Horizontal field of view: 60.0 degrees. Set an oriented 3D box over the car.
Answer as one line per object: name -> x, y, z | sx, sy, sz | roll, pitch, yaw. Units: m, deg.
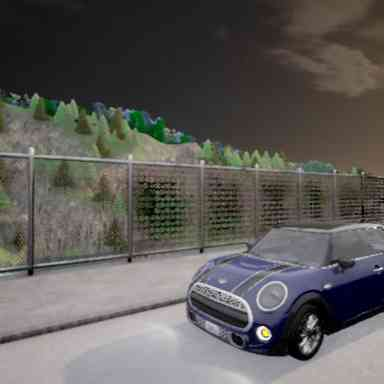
car -> 2.121, 1.372, 6.104 | 4.553, 1.767, 2.097 | 0, 0, -35
